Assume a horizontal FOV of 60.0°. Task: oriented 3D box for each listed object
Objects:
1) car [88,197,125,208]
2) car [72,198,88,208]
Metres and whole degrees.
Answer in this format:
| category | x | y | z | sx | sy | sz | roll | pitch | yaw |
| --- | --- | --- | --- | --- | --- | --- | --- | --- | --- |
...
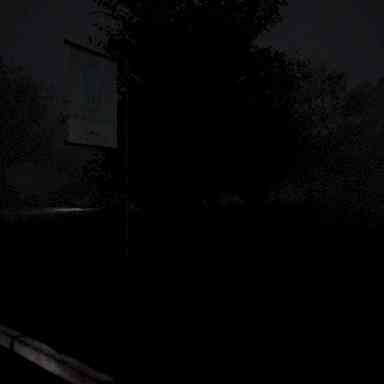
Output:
| category | x | y | z | sx | sy | sz | roll | pitch | yaw |
| --- | --- | --- | --- | --- | --- | --- | --- | --- | --- |
| car | -11.128 | 1.460 | 45.473 | 2.128 | 1.511 | 4.902 | 0 | 0 | 38 |
| car | -14.563 | 1.499 | 46.762 | 1.812 | 1.442 | 4.674 | 0 | 0 | 38 |
